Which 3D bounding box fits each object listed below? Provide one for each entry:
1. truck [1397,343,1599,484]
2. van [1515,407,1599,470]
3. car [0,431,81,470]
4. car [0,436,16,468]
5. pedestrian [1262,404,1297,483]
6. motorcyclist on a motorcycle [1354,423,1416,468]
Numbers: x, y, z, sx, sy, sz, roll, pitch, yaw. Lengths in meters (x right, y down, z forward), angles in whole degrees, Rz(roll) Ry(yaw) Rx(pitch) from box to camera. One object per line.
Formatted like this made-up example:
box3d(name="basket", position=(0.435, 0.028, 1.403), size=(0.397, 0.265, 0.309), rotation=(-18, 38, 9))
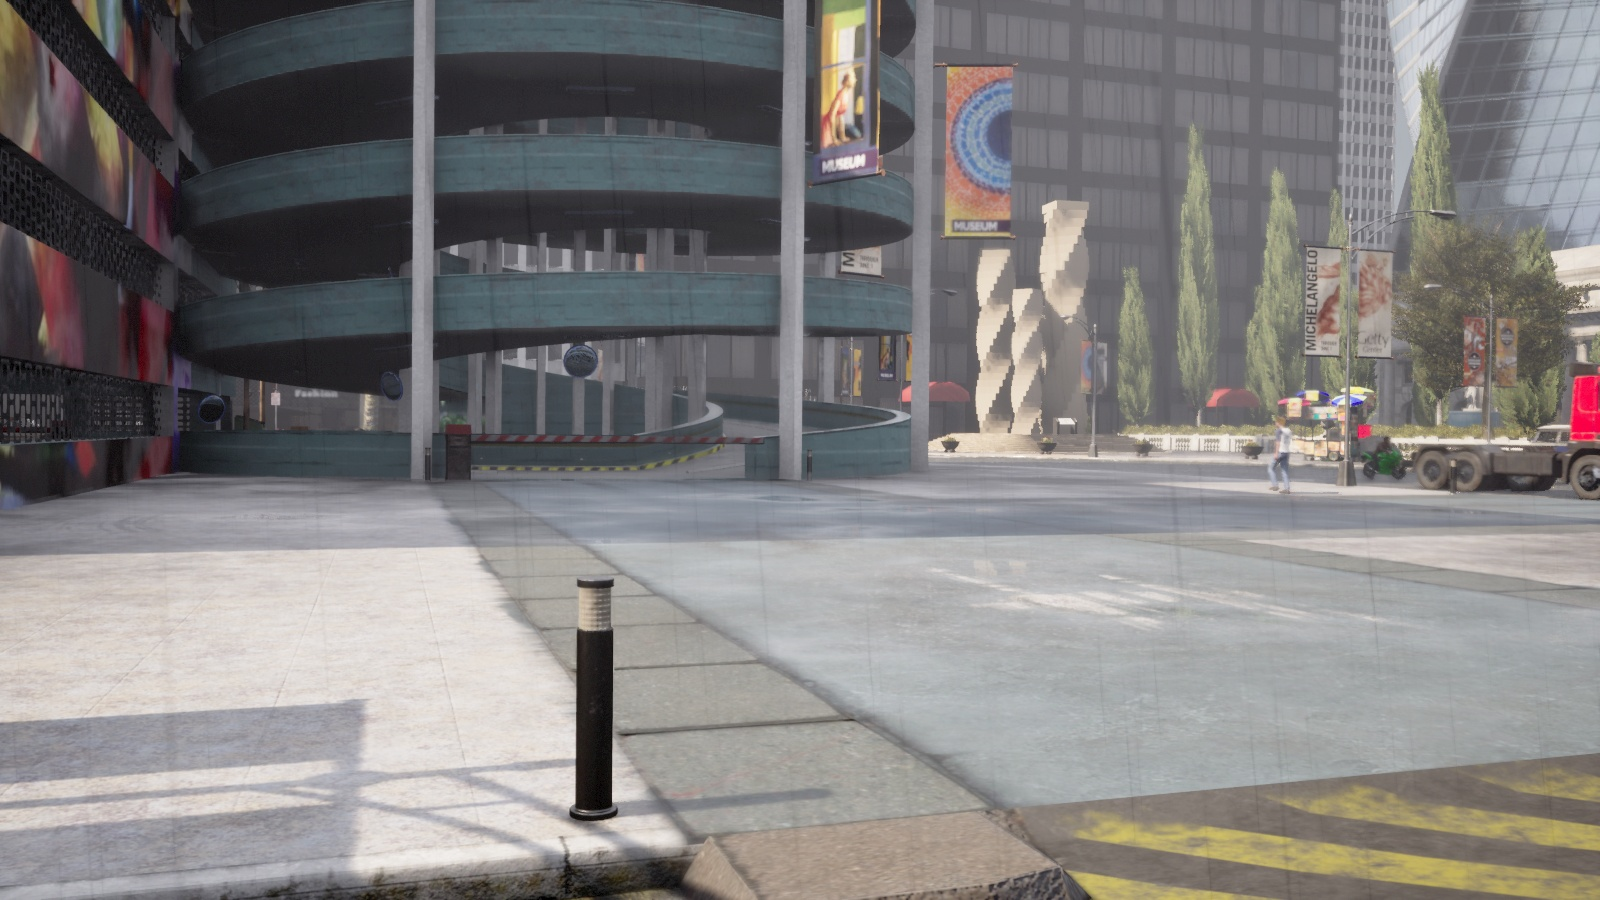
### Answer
box3d(name="truck", position=(20.215, -0.953, 33.706), size=(2.891, 3.462, 7.936), rotation=(-1, 1, -18))
box3d(name="van", position=(25.469, -0.381, 40.180), size=(1.775, 1.987, 4.442), rotation=(-1, 1, -18))
box3d(name="car", position=(-37.953, 0.028, 61.372), size=(4.605, 1.855, 1.932), rotation=(-1, 1, -20))
box3d(name="car", position=(-42.286, 0.120, 63.635), size=(3.988, 1.617, 1.851), rotation=(-1, 1, -19))
box3d(name="pedestrian", position=(11.295, -0.151, 29.588), size=(0.354, 1.836, 0.706), rotation=(-1, 1, -29))
box3d(name="motorcyclist on a motorcycle", position=(20.532, -0.163, 44.119), size=(0.797, 1.523, 2.044), rotation=(-1, 1, -17))
